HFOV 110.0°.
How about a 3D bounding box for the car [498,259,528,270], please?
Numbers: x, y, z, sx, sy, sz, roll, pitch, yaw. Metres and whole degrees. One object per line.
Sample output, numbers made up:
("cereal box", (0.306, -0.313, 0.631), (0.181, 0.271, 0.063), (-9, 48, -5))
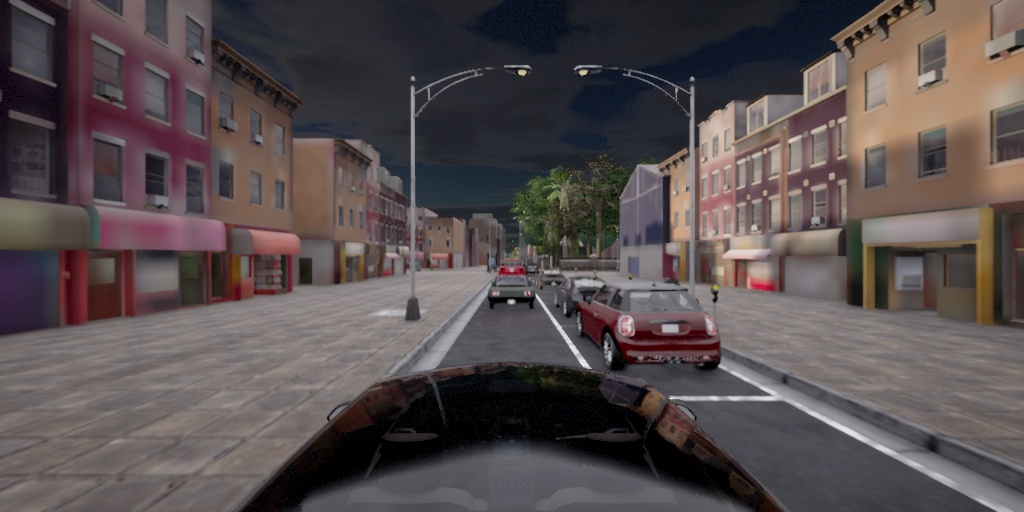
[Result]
("car", (-0.032, 1.267, 30.864), (2.150, 2.045, 5.566), (0, -1, 0))

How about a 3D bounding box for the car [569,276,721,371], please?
("car", (2.630, 1.248, 7.877), (1.967, 1.591, 4.097), (0, 0, 0))

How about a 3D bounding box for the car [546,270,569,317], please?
("car", (2.624, 1.415, 13.498), (2.007, 1.370, 4.403), (0, 0, 0))

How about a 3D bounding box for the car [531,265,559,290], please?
("car", (2.610, 1.533, 24.741), (2.007, 1.370, 4.403), (0, 0, 0))

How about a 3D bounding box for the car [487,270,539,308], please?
("car", (-0.014, 1.490, 15.947), (1.895, 1.301, 4.718), (0, -1, 0))

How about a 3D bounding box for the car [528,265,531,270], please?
("car", (2.584, 1.817, 47.226), (1.948, 1.339, 4.313), (0, 0, 0))
